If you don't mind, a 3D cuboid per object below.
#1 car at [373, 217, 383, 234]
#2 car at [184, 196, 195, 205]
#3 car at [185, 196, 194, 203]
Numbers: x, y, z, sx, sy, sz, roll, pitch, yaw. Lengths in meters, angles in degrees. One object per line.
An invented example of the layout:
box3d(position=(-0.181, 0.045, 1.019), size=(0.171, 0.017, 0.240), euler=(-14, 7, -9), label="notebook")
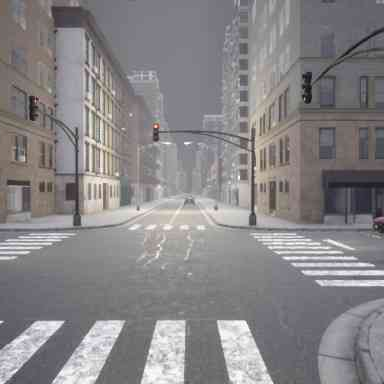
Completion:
box3d(position=(11.647, 1.529, 16.970), size=(4.507, 1.381, 1.887), euler=(0, 0, 0), label="car")
box3d(position=(-0.446, 1.541, 59.170), size=(1.812, 1.442, 4.674), euler=(0, 0, 0), label="car")
box3d(position=(-0.523, 1.547, 69.174), size=(1.812, 1.442, 4.674), euler=(0, 0, 0), label="car")
